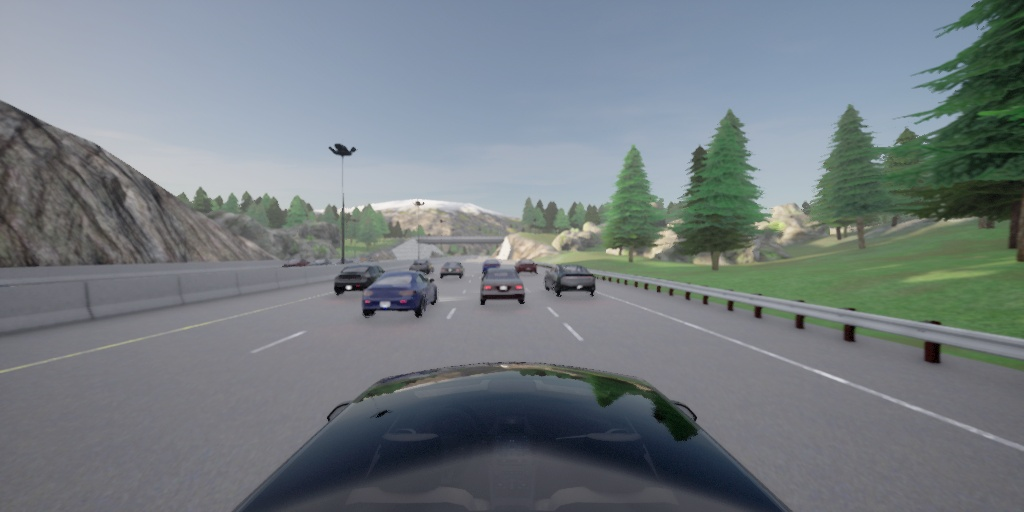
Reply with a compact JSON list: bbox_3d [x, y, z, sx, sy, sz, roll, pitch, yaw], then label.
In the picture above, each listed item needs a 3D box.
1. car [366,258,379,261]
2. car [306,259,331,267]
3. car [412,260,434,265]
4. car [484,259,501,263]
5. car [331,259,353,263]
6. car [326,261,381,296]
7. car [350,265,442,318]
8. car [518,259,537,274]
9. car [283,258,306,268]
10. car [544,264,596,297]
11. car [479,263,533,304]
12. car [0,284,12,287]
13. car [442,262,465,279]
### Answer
[{"bbox_3d":[-20.995,1.111,53.403,2.128,1.511,4.902,0,0,-4],"label":"car"},{"bbox_3d":[-27.974,1.169,52.864,1.812,1.442,4.674,0,0,-4],"label":"car"},{"bbox_3d":[-9.050,1.118,36.398,2.128,1.511,4.902,0,0,-4],"label":"car"},{"bbox_3d":[-2.115,1.084,37.516,1.882,1.535,5.008,0,0,-4],"label":"car"},{"bbox_3d":[-24.484,1.203,53.134,1.994,1.385,4.181,0,0,-4],"label":"car"},{"bbox_3d":[-7.747,1.201,19.068,1.837,1.490,4.892,0,0,-4],"label":"car"},{"bbox_3d":[-3.841,1.238,12.789,1.812,1.442,4.674,0,0,-3],"label":"car"},{"bbox_3d":[1.416,1.077,37.257,1.882,1.535,5.008,0,0,-4],"label":"car"},{"bbox_3d":[-31.464,1.123,52.594,1.882,1.535,5.008,0,0,-4],"label":"car"},{"bbox_3d":[2.829,1.166,18.290,2.128,1.511,4.902,0,0,-4],"label":"car"},{"bbox_3d":[-0.491,1.239,15.939,2.033,1.411,5.357,0,0,-4],"label":"car"},{"bbox_3d":[-17.911,1.318,10.657,1.994,1.385,4.181,0,0,-3],"label":"car"},{"bbox_3d":[-5.155,1.186,31.404,2.033,1.411,5.357,0,0,-4],"label":"car"}]
